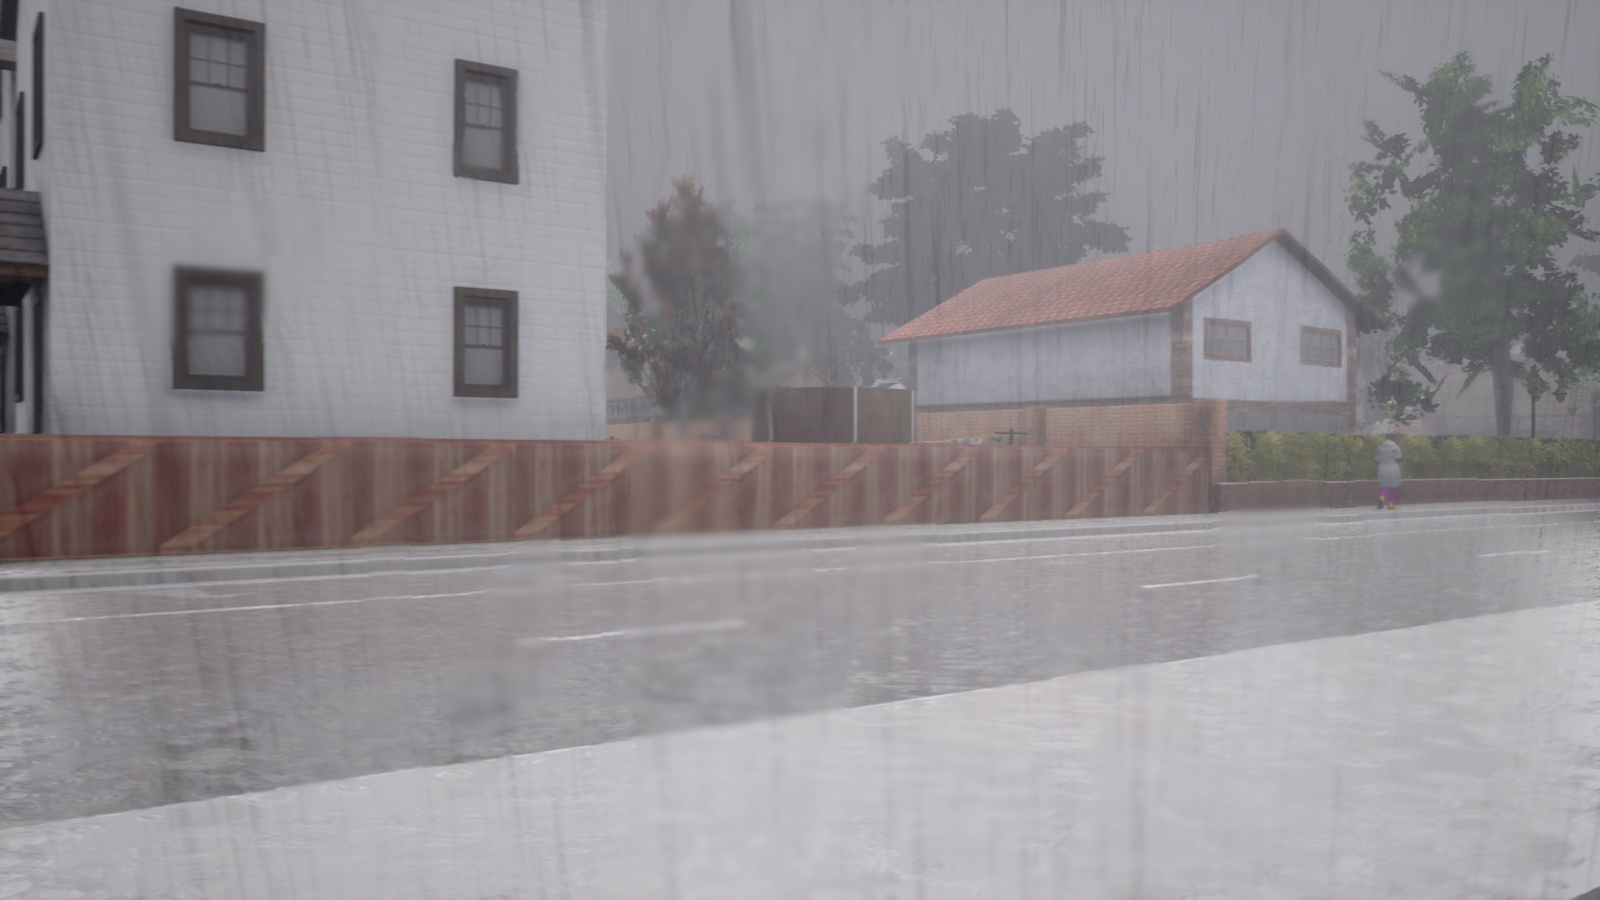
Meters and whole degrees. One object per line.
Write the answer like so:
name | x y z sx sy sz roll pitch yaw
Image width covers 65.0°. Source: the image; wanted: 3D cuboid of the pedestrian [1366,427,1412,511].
pedestrian | 14.041 0.444 29.937 0.873 1.952 0.659 0 0 -36
